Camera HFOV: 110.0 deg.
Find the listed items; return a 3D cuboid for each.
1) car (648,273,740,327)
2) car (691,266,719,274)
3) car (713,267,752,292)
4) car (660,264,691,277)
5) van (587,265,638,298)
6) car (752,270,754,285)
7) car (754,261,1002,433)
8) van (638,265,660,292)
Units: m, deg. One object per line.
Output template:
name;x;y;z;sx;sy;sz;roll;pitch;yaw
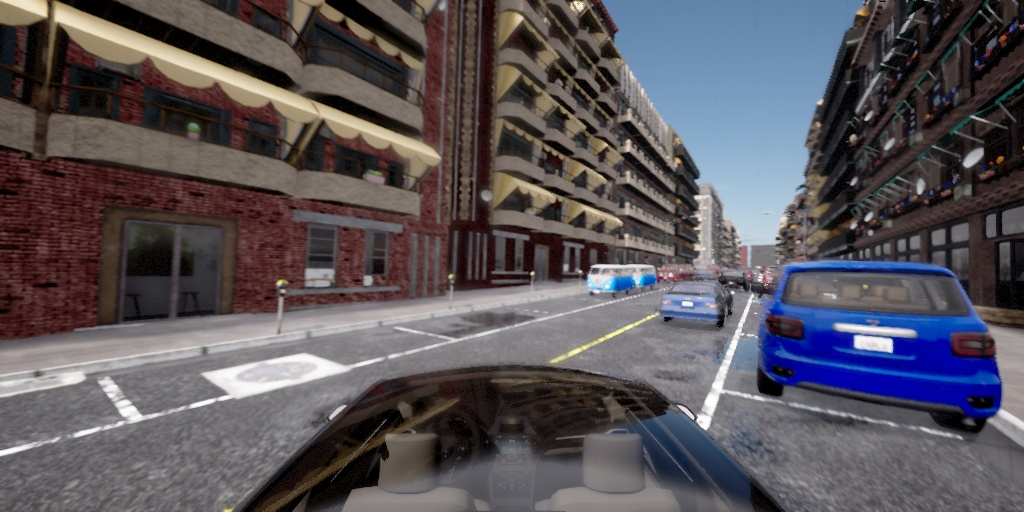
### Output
car;6.726;1.533;12.849;2.033;1.411;5.357;0;-1;35
car;19.506;2.032;36.048;2.033;1.411;5.357;0;-1;36
car;16.849;1.806;27.228;1.882;1.535;5.008;0;-1;35
car;15.259;1.706;34.385;2.192;1.841;5.009;0;0;35
van;5.711;1.402;20.821;1.690;1.789;3.998;0;0;35
car;26.657;2.029;41.330;2.097;1.767;4.553;0;-1;35
car;5.563;1.118;6.188;2.150;2.045;5.566;0;-1;35
van;8.894;1.511;25.343;1.690;1.789;3.998;0;0;35
